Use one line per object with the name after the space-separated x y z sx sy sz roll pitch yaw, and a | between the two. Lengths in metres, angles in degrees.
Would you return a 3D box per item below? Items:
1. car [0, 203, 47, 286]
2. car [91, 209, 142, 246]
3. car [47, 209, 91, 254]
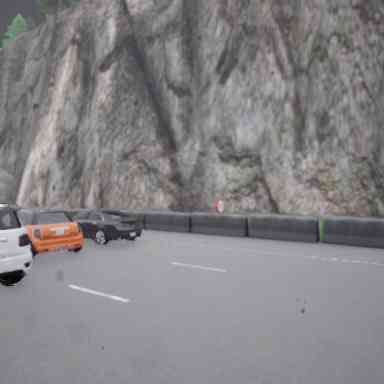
-6.316 1.284 8.460 5.566 2.045 2.150 -1 0 36 | car
-4.516 1.583 15.798 4.892 1.490 1.837 0 0 36 | car
-6.279 1.426 12.753 4.553 1.767 2.097 0 0 36 | car
